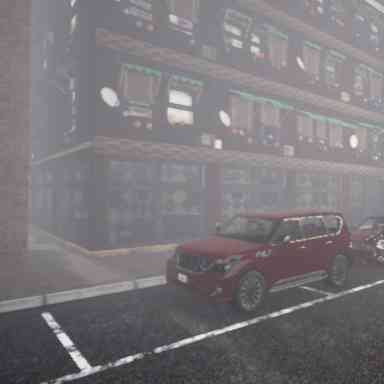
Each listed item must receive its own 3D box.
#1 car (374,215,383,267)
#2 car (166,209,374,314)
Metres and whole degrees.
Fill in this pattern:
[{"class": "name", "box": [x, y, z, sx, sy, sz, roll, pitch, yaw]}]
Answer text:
[{"class": "car", "box": [6.458, 1.527, 11.160, 4.097, 1.590, 1.967, 1, 0, -35]}, {"class": "car", "box": [1.871, 1.360, 7.889, 5.009, 1.841, 2.192, 1, 0, -35]}]
